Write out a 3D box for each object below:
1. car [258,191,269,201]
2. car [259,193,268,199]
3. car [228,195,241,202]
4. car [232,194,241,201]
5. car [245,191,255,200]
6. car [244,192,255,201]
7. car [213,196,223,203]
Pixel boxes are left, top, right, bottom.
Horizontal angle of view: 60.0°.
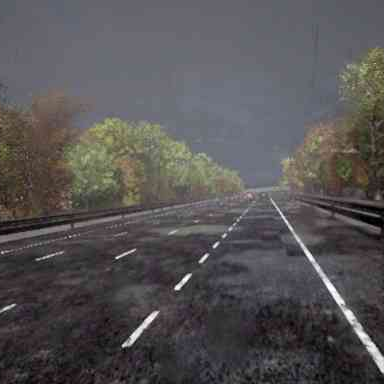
[{"bbox_3d":[16.411,0.833,76.334,2.150,2.045,5.566,-4,-1,12],"label":"car"},{"bbox_3d":[18.659,0.995,86.479,2.033,1.411,5.357,-4,-1,12],"label":"car"},{"bbox_3d":[9.674,1.410,78.186,2.097,1.767,4.553,-4,-1,12],"label":"car"},{"bbox_3d":[11.838,1.443,87.984,2.033,1.411,5.357,-4,-1,12],"label":"car"},{"bbox_3d":[15.235,0.905,87.264,2.150,2.045,5.566,-4,-1,12],"label":"car"},{"bbox_3d":[13.113,1.425,77.490,1.895,1.301,4.718,-4,-1,12],"label":"car"},{"bbox_3d":[6.191,1.804,78.559,2.128,1.511,4.902,-4,-1,12],"label":"car"}]
